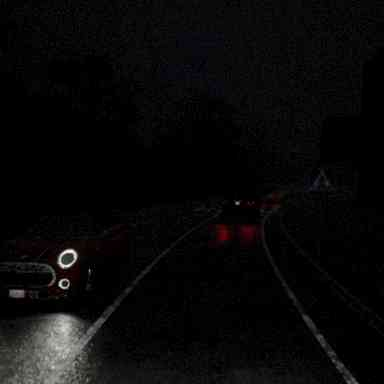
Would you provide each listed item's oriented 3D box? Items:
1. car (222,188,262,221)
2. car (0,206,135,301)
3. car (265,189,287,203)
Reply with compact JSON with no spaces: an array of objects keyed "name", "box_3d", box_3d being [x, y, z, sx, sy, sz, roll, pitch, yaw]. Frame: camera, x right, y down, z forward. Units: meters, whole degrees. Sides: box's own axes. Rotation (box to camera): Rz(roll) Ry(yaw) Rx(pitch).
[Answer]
[{"name":"car","box_3d":[3.569,0.770,23.273,2.150,2.045,5.566,1,1,16]},{"name":"car","box_3d":[-2.947,1.217,8.275,2.097,1.767,4.553,1,1,6]},{"name":"car","box_3d":[10.401,0.472,40.641,1.801,1.575,5.366,3,3,26]}]
